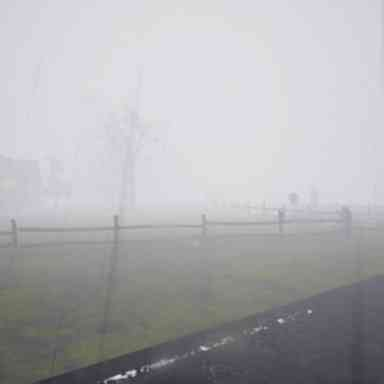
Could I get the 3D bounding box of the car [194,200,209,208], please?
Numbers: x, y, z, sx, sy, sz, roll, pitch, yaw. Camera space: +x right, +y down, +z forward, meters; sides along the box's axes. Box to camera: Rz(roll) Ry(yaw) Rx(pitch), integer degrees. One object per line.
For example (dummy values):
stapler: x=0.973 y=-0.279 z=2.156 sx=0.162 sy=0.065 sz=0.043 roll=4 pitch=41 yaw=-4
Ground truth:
car: x=1.644 y=2.235 z=61.797 sx=1.812 sy=1.442 sz=4.674 roll=0 pitch=-1 yaw=-15
